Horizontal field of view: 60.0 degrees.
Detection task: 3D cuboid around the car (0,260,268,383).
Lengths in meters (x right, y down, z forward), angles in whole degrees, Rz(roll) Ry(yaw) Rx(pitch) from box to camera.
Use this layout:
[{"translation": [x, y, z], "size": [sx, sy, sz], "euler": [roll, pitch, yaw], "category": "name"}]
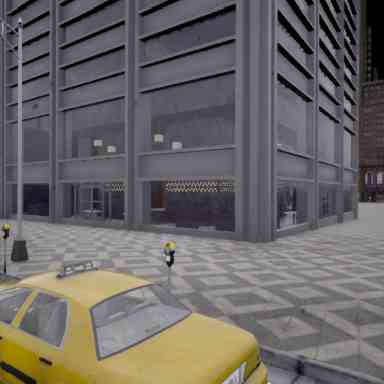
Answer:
[{"translation": [-1.558, 1.525, 4.063], "size": [4.829, 1.417, 1.752], "euler": [0, 0, 35], "category": "car"}]
